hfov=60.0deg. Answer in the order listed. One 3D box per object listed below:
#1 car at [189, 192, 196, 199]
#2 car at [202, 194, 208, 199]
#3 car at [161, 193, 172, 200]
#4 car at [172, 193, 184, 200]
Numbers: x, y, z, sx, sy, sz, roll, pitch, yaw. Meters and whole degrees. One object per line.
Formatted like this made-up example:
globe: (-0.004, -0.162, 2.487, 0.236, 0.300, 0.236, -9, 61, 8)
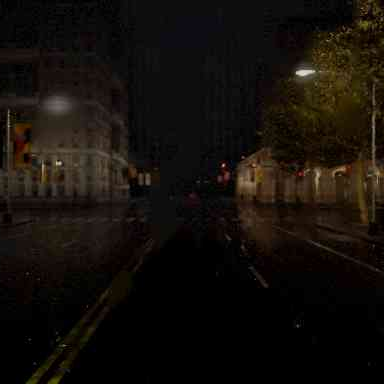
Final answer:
car: (0.155, 0.952, 95.456, 2.097, 1.767, 4.553, 0, 0, 1)
car: (3.655, 1.137, 95.452, 2.033, 1.411, 5.357, 0, 0, 1)
car: (-6.945, 1.207, 85.641, 1.837, 1.490, 4.892, 0, 0, 1)
car: (-3.445, 1.207, 85.620, 1.837, 1.490, 4.892, 0, 0, 1)
